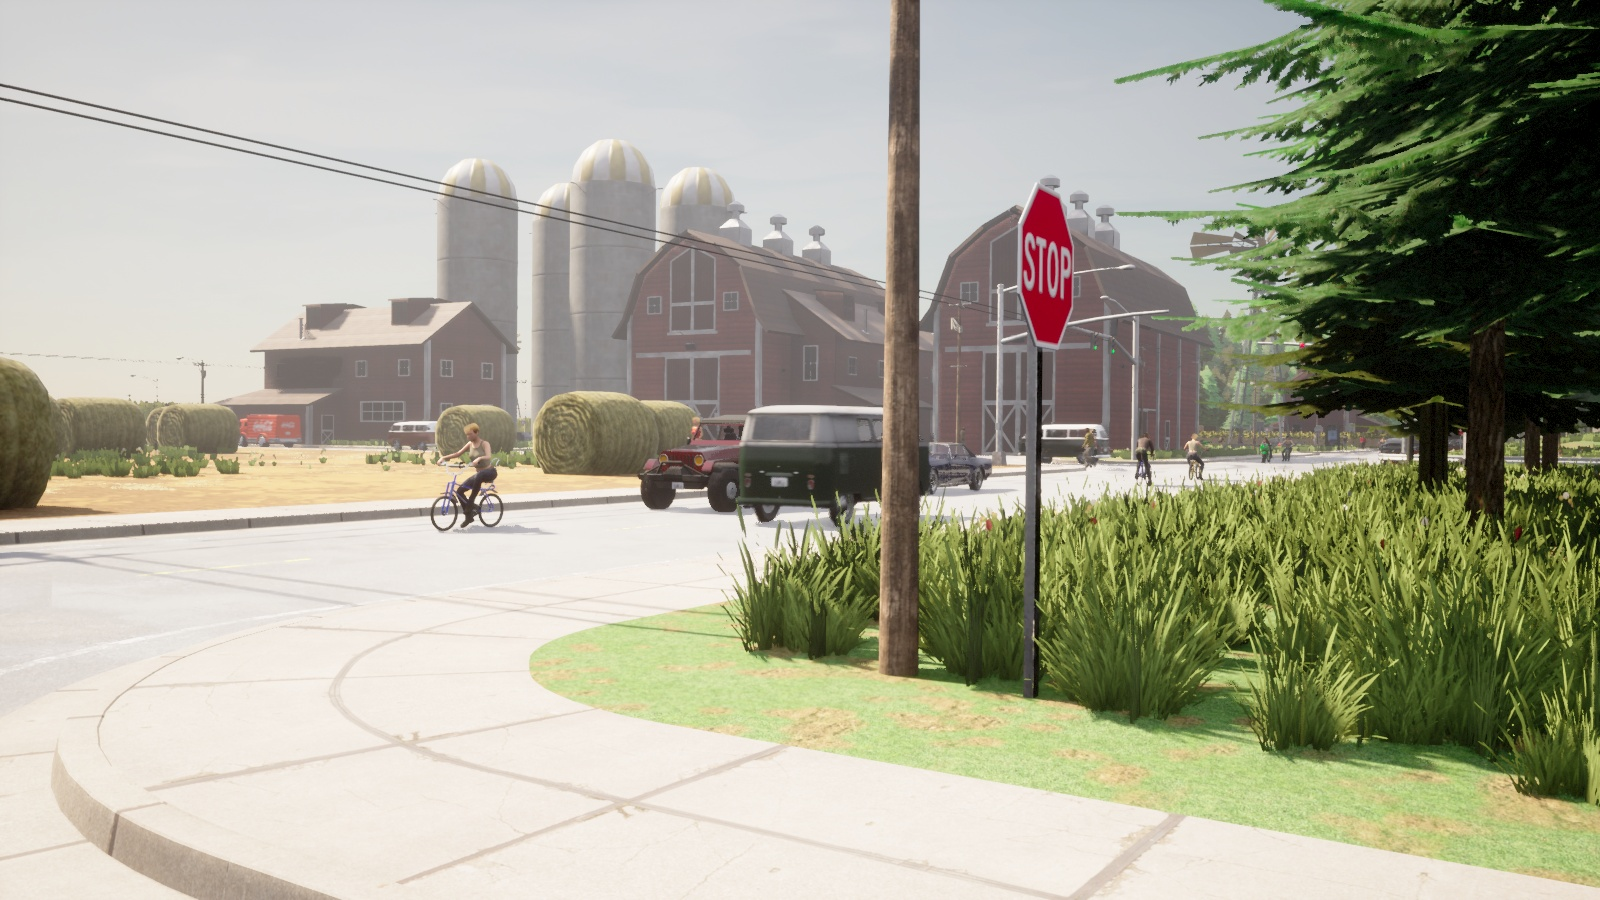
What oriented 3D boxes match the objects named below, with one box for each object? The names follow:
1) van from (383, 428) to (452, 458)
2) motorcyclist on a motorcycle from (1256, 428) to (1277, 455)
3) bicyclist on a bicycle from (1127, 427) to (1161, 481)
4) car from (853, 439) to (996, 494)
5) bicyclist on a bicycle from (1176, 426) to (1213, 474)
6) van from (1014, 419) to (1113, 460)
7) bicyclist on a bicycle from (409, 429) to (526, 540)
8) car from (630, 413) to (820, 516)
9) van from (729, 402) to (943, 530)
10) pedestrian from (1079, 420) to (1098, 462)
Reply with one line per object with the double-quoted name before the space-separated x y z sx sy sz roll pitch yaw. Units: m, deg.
"van" -26.418 -0.482 86.720 4.480 2.038 2.069 0 1 30
"motorcyclist on a motorcycle" 26.969 -0.487 72.584 0.797 1.523 2.044 0 1 31
"bicyclist on a bicycle" 10.448 0.104 38.093 0.582 1.620 1.656 0 1 31
"car" 3.359 0.385 33.049 1.895 1.301 4.718 0 1 31
"bicyclist on a bicycle" 13.684 -0.015 43.524 0.866 1.612 1.509 0 1 31
"van" 13.389 -0.531 63.915 4.480 2.038 2.069 0 1 30
"bicyclist on a bicycle" -5.018 0.488 19.032 0.866 1.612 1.509 0 1 31
"car" -1.407 0.233 25.069 1.905 1.878 3.866 0 1 31
"van" 0.755 0.214 21.867 1.775 1.987 4.442 0 1 31
"pedestrian" 12.496 -0.398 54.455 0.726 1.835 0.370 0 1 29
